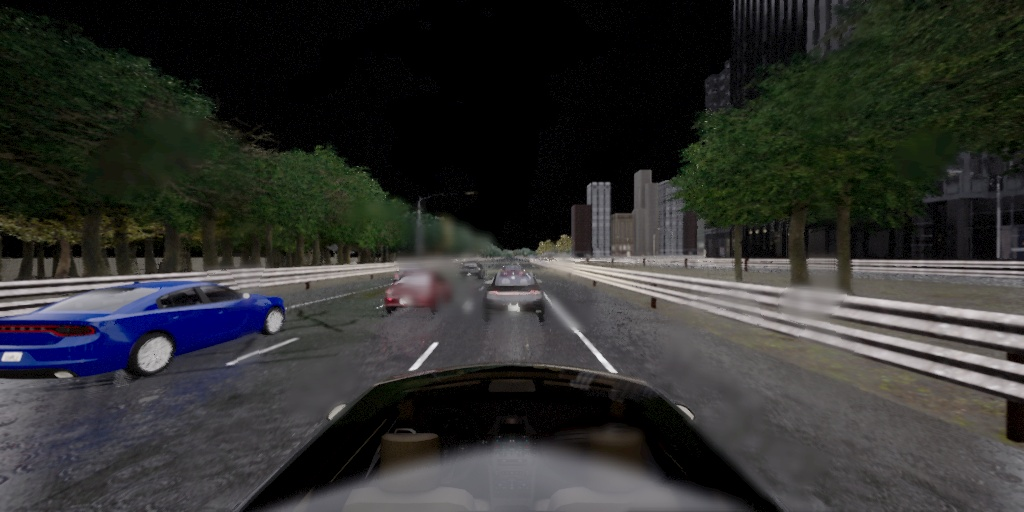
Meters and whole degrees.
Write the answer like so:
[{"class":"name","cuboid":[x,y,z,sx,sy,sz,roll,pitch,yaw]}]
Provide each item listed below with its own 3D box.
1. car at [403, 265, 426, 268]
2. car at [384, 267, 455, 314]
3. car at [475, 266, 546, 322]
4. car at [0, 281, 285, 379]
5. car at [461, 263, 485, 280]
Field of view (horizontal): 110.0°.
[{"class":"car","cuboid":[-6.902,1.360,25.796,2.033,1.411,5.357,0,0,0]},{"class":"car","cuboid":[-3.402,1.307,13.765,1.812,1.442,4.674,0,0,0]},{"class":"car","cuboid":[0.098,1.269,12.376,2.128,1.511,4.902,0,0,0]},{"class":"car","cuboid":[-6.900,1.242,7.428,1.882,1.535,5.008,0,0,0]},{"class":"car","cuboid":[-3.402,1.333,31.927,1.837,1.490,4.892,0,0,0]}]
